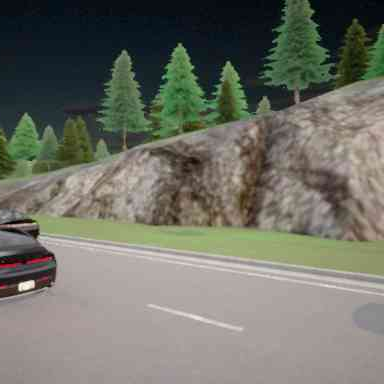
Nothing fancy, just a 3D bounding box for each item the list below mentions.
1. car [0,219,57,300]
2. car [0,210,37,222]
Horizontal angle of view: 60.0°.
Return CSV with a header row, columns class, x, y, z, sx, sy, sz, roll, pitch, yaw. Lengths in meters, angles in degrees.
class,x,y,z,sx,sy,sz,roll,pitch,yaw
car,-5.090,1.522,7.682,4.892,1.490,1.837,0,0,36
car,-8.589,1.523,14.498,4.902,1.511,2.128,0,0,36
